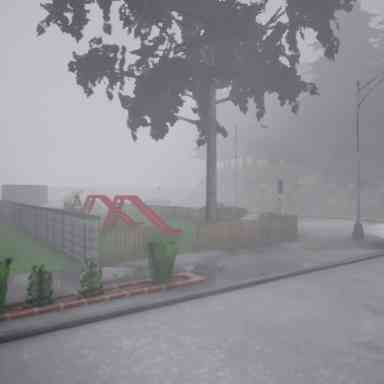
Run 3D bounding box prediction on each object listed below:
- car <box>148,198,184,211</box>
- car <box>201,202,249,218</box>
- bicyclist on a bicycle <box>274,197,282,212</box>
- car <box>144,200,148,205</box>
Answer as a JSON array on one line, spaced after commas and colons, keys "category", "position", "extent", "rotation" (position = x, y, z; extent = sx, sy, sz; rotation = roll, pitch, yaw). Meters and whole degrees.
[{"category": "car", "position": [-2.836, 1.623, 38.572], "extent": [1.895, 1.301, 4.718], "rotation": [0, 0, -35]}, {"category": "car", "position": [2.959, 1.623, 30.424], "extent": [1.895, 1.301, 4.718], "rotation": [0, 0, -35]}, {"category": "bicyclist on a bicycle", "position": [9.418, 1.380, 35.830], "extent": [1.656, 1.620, 0.582], "rotation": [0, 0, -35]}, {"category": "car", "position": [-5.411, 1.574, 49.244], "extent": [2.033, 1.411, 5.357], "rotation": [0, 0, -35]}]
